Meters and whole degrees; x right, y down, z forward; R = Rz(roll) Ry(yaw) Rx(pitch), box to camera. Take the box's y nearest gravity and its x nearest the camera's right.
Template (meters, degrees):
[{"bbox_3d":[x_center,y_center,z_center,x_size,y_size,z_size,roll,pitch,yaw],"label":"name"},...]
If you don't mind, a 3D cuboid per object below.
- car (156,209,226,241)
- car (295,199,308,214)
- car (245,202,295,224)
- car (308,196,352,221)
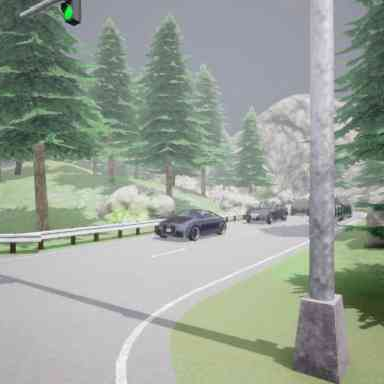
[{"bbox_3d":[0.052,1.579,16.969,1.994,1.385,4.181,0,0,35],"label":"car"},{"bbox_3d":[11.313,1.520,33.691,1.837,1.490,4.892,0,0,28],"label":"car"},{"bbox_3d":[5.713,1.507,25.145,2.128,1.511,4.902,0,0,35],"label":"car"},{"bbox_3d":[11.648,1.352,27.405,2.150,2.045,5.566,0,-1,34],"label":"car"}]
